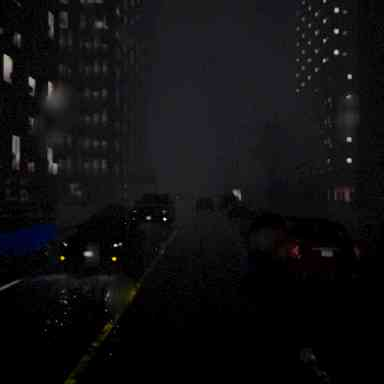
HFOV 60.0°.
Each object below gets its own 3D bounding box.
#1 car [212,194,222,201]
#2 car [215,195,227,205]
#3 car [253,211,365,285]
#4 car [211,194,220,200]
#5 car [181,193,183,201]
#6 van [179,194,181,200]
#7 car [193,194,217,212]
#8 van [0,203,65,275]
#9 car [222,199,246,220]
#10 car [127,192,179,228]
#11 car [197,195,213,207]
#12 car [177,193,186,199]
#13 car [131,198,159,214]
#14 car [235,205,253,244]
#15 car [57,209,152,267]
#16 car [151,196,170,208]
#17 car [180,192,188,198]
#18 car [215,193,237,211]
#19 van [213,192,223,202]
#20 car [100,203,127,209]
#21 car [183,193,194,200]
[{"bbox_3d":[5.357,1.183,71.983,2.008,1.369,4.403,1,0,2],"label":"car"},{"bbox_3d":[4.721,1.247,55.098,1.752,1.417,4.829,1,0,2],"label":"car"},{"bbox_3d":[3.122,1.408,9.447,1.967,1.590,4.097,1,0,2],"label":"car"},{"bbox_3d":[5.785,1.123,83.353,2.008,1.369,4.403,1,0,2],"label":"car"},{"bbox_3d":[-3.017,1.135,72.319,1.947,1.339,4.313,1,0,2],"label":"car"},{"bbox_3d":[-3.442,0.971,60.947,1.690,1.788,3.998,1,0,2],"label":"van"},{"bbox_3d":[1.408,1.282,36.227,1.882,1.535,5.008,0,0,2],"label":"car"},{"bbox_3d":[-5.493,1.245,9.790,1.690,1.788,3.998,1,0,2],"label":"van"},{"bbox_3d":[3.641,1.457,26.505,1.802,1.307,4.206,1,0,2],"label":"car"},{"bbox_3d":[-2.336,1.082,21.488,2.150,2.045,5.566,0,0,2],"label":"car"},{"bbox_3d":[1.833,1.236,47.480,2.128,1.511,4.902,0,0,2],"label":"car"},{"bbox_3d":[-2.588,1.061,83.689,2.008,1.369,4.403,1,0,2],"label":"car"},{"bbox_3d":[-4.518,1.348,32.523,1.947,1.339,4.313,1,0,2],"label":"car"},{"bbox_3d":[3.279,1.503,15.134,1.947,1.339,4.313,1,0,2],"label":"car"},{"bbox_3d":[-2.739,1.481,11.011,1.994,1.385,4.181,0,0,2],"label":"car"},{"bbox_3d":[-4.089,1.287,43.894,1.947,1.339,4.313,1,0,2],"label":"car"},{"bbox_3d":[-2.158,0.891,95.059,1.967,1.590,4.097,1,0,2],"label":"car"},{"bbox_3d":[4.074,1.129,37.873,2.192,1.841,5.009,1,0,2],"label":"car"},{"bbox_3d":[5.146,1.003,66.297,1.690,1.788,3.998,1,0,2],"label":"van"},{"bbox_3d":[-4.955,1.388,21.156,1.887,1.381,4.507,1,0,2],"label":"car"},{"bbox_3d":[-0.344,1.152,71.998,1.895,1.301,4.718,0,0,2],"label":"car"}]
